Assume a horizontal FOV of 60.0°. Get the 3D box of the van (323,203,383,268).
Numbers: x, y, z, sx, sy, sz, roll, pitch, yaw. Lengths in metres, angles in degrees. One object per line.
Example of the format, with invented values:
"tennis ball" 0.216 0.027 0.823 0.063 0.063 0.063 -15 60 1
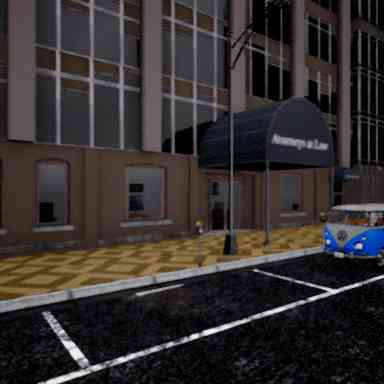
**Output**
"van" 5.945 1.274 10.790 3.998 1.788 1.690 0 1 -35
